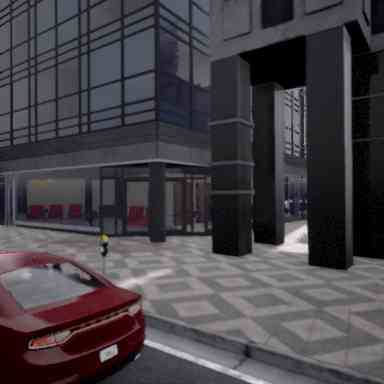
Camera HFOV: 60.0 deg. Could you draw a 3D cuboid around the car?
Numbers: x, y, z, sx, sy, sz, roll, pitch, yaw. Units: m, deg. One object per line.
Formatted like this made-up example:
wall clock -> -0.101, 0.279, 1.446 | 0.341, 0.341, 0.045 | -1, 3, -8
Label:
car -> -2.682, 1.540, 4.770 | 4.507, 1.381, 1.887 | 0, -1, 36
